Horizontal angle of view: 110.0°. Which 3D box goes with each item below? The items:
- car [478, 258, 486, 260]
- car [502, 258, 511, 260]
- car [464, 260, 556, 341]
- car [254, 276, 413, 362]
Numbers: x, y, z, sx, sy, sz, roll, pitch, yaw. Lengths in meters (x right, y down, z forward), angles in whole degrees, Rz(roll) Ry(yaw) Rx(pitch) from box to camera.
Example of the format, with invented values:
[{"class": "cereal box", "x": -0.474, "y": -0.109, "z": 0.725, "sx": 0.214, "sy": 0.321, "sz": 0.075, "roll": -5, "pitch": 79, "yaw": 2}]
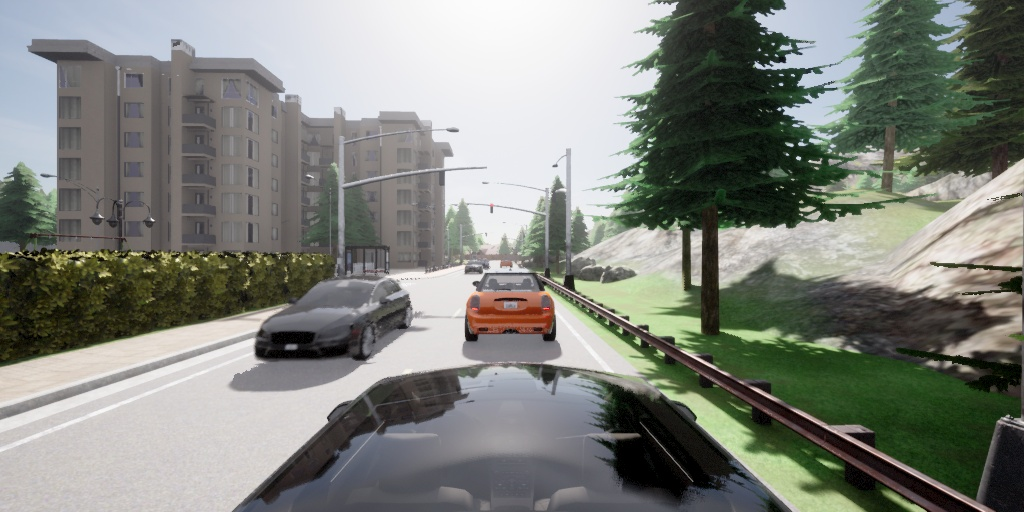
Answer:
[{"class": "car", "x": -4.286, "y": 1.255, "z": 40.795, "sx": 1.837, "sy": 1.490, "sz": 4.892, "roll": 0, "pitch": 0, "yaw": -1}, {"class": "car", "x": -0.959, "y": 1.102, "z": 61.268, "sx": 2.097, "sy": 1.767, "sz": 4.553, "roll": 0, "pitch": 0, "yaw": -1}, {"class": "car", "x": -0.057, "y": 1.102, "z": 10.012, "sx": 2.097, "sy": 1.767, "sz": 4.553, "roll": 0, "pitch": 0, "yaw": -1}, {"class": "car", "x": -3.698, "y": 1.255, "z": 8.361, "sx": 1.837, "sy": 1.490, "sz": 4.892, "roll": 0, "pitch": 0, "yaw": -1}]
